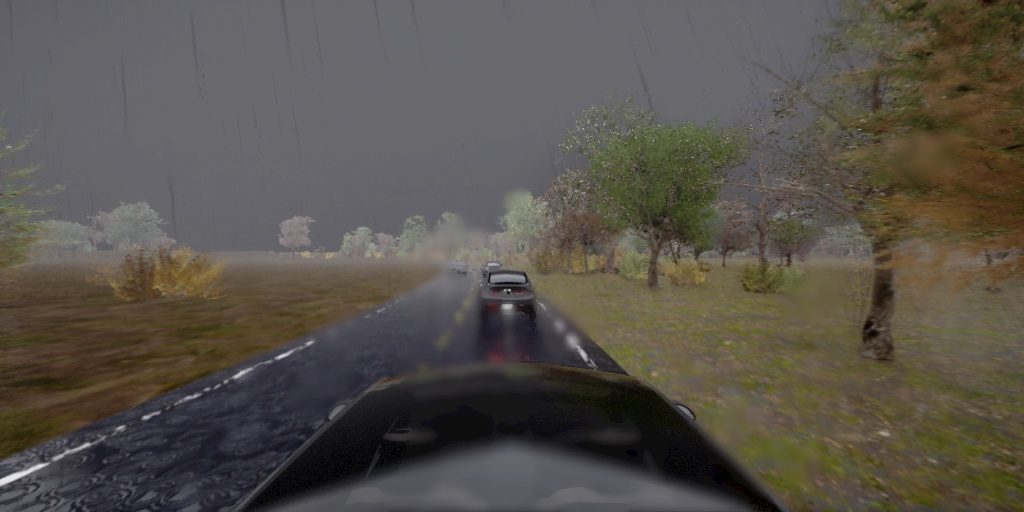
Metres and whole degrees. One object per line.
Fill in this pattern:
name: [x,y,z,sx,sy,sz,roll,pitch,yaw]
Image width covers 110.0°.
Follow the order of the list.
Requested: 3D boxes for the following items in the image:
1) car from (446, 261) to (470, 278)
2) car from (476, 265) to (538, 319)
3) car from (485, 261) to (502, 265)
car: [-5.022,1.183,33.509,1.837,1.490,4.892,0,0,-6]
car: [-0.189,1.229,12.696,1.837,1.490,4.892,0,0,-2]
car: [-1.780,1.200,33.279,1.812,1.442,4.674,0,0,-6]
